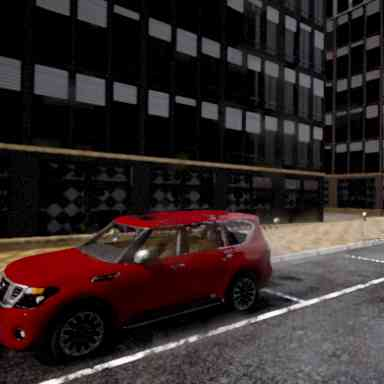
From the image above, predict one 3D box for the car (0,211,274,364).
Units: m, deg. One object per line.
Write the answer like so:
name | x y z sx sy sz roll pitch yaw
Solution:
car | -0.669 1.322 6.059 5.009 1.841 2.192 0 1 -35
